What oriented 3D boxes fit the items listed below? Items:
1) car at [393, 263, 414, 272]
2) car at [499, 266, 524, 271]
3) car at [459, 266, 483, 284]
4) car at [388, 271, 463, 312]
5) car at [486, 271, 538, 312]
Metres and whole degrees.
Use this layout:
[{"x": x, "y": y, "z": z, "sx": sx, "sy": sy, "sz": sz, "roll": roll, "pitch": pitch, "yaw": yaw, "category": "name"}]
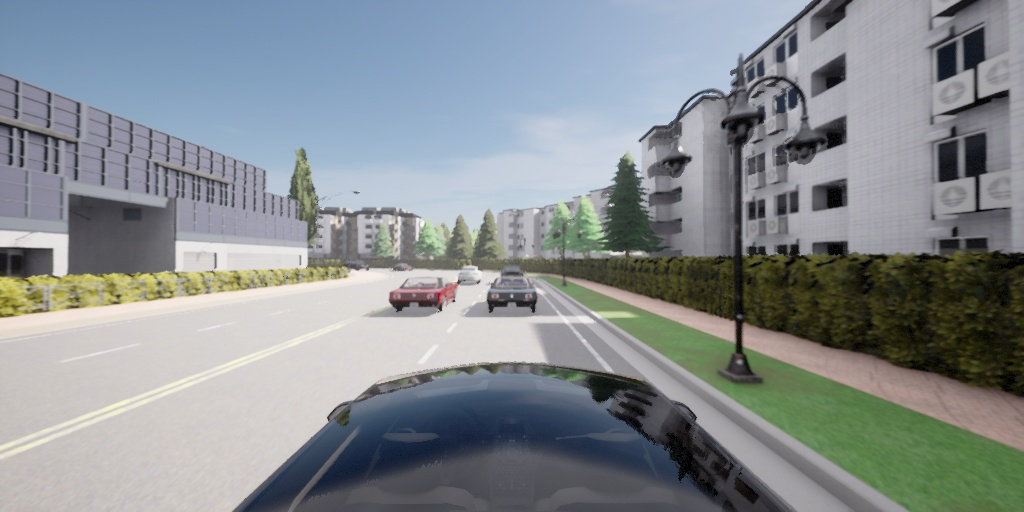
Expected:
[{"x": -18.094, "y": 1.909, "z": 59.551, "sx": 1.812, "sy": 1.442, "sz": 4.674, "roll": 1, "pitch": -1, "yaw": -41, "category": "car"}, {"x": -0.052, "y": 1.571, "z": 30.328, "sx": 1.837, "sy": 1.490, "sz": 4.892, "roll": 0, "pitch": 0, "yaw": -1, "category": "car"}, {"x": -3.567, "y": 1.593, "z": 30.722, "sx": 1.812, "sy": 1.442, "sz": 4.674, "roll": 0, "pitch": 0, "yaw": -2, "category": "car"}, {"x": -3.485, "y": 1.497, "z": 15.073, "sx": 1.895, "sy": 1.301, "sz": 4.718, "roll": 0, "pitch": -1, "yaw": 0, "category": "car"}, {"x": 0.015, "y": 1.498, "z": 15.074, "sx": 1.895, "sy": 1.301, "sz": 4.718, "roll": 0, "pitch": -1, "yaw": 0, "category": "car"}]
